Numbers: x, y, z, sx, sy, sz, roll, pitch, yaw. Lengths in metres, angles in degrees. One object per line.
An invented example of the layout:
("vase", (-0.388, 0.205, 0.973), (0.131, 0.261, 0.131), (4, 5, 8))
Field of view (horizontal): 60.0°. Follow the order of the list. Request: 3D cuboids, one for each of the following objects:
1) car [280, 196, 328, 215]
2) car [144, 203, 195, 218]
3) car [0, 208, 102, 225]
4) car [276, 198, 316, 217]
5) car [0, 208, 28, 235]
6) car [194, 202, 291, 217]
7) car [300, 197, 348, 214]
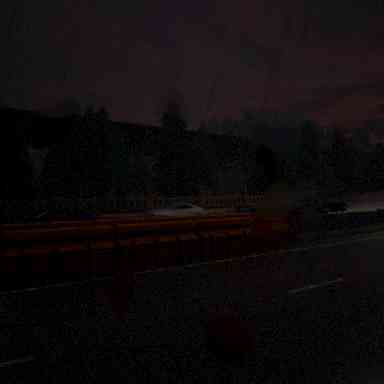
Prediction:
("car", (11.066, 1.265, 32.642), (4.892, 1.490, 1.837), (-3, 2, -34))
("car", (-1.183, 1.526, 24.310), (4.674, 1.442, 1.812), (0, 0, -34))
("car", (-6.752, 1.526, 16.319), (4.674, 1.442, 1.812), (0, 0, -34))
("car", (6.934, 1.462, 25.601), (4.902, 1.511, 2.128), (-1, 0, -34))
("car", (-11.340, 1.601, 17.443), (4.718, 1.301, 1.895), (0, 0, -34))
("car", (2.895, 1.491, 18.607), (4.902, 1.511, 2.128), (0, 0, -34))
("car", (11.479, 1.199, 28.595), (4.181, 1.385, 1.994), (-2, 1, -34))
